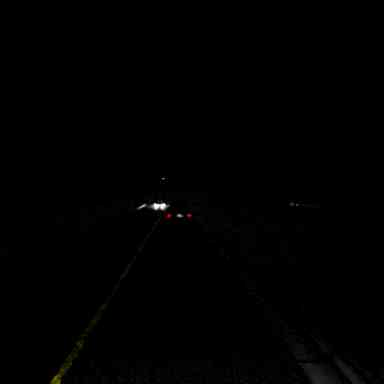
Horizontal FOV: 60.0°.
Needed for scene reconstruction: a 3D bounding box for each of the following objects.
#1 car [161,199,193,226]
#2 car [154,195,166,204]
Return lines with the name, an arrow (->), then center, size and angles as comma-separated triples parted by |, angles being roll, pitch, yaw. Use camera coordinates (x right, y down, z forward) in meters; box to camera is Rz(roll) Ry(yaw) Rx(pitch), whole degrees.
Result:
car -> -0.866, 1.488, 22.713 | 2.033, 1.411, 5.357 | 0, 0, -2
car -> -5.509, 1.317, 57.443 | 2.128, 1.511, 4.902 | 0, 0, -3
